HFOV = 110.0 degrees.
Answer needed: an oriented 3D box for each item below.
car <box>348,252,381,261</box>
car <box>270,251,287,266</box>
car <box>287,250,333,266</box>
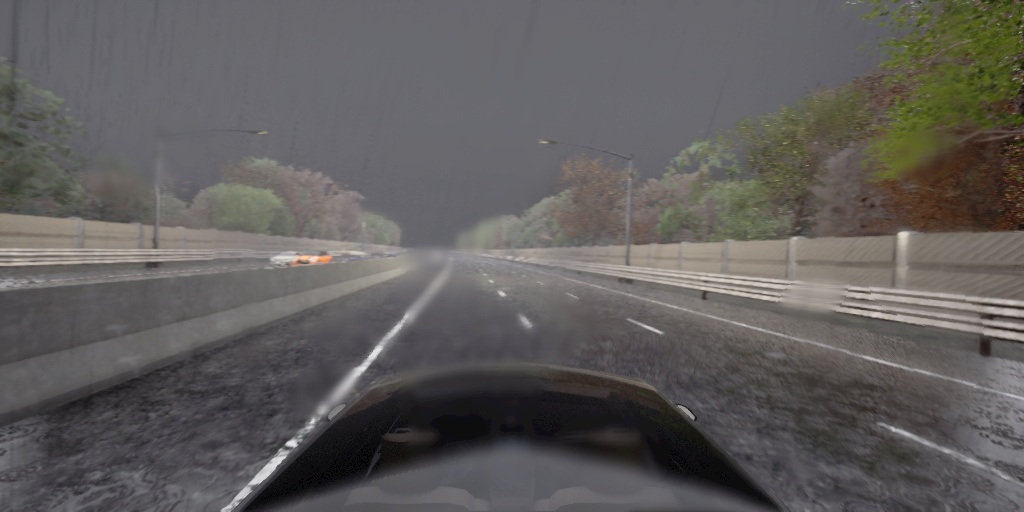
[{"bbox_3d":[-15.542,0.556,37.392,1.895,1.301,4.718,2,0,-8],"label":"car"},{"bbox_3d":[-22.441,0.242,36.226,1.812,1.442,4.674,2,0,-8],"label":"car"},{"bbox_3d":[-18.520,0.229,33.462,2.097,1.767,4.553,2,0,-8],"label":"car"}]
